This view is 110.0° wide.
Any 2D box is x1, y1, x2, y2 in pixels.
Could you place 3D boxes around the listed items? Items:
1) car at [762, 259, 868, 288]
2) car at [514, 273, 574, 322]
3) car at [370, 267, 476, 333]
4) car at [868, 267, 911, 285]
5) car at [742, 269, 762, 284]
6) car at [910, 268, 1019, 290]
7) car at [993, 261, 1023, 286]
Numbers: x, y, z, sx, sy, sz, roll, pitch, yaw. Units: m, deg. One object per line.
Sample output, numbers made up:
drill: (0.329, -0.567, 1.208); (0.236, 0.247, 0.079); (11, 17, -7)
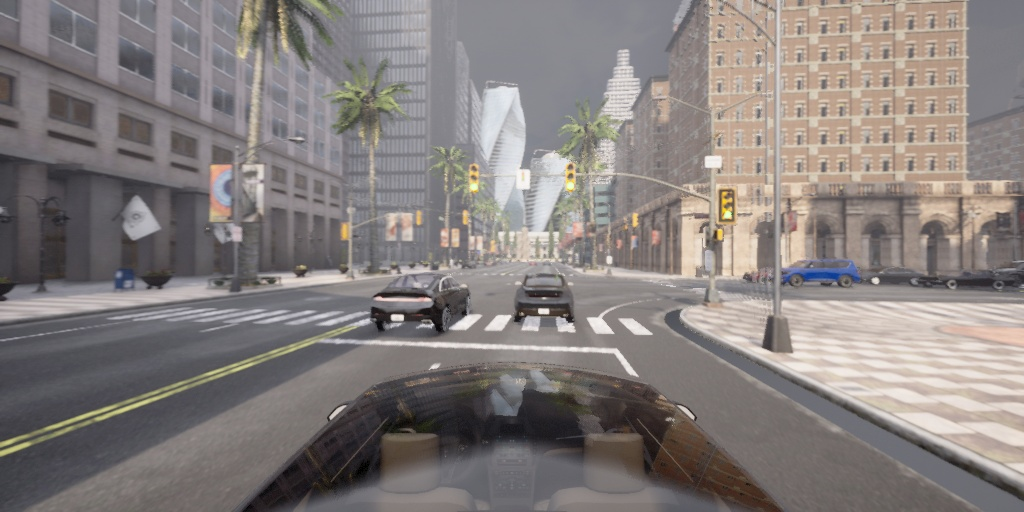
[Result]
car: (22.448, 1.261, 26.789); (5.566, 2.045, 2.150); (0, 0, 6)
car: (1.124, 1.323, 12.636); (1.837, 1.490, 4.892); (0, 0, 5)
car: (-2.524, 1.274, 10.964); (2.128, 1.511, 4.902); (0, 0, 5)
car: (30.693, 1.616, 29.492); (4.892, 1.490, 1.837); (0, 0, 6)
car: (21.972, 1.619, 30.351); (4.181, 1.385, 1.994); (0, 0, 6)
car: (32.415, 1.704, 25.809); (4.718, 1.301, 1.895); (0, 0, 6)
car: (40.679, 1.395, 28.509); (5.566, 2.045, 2.150); (0, 0, 6)
